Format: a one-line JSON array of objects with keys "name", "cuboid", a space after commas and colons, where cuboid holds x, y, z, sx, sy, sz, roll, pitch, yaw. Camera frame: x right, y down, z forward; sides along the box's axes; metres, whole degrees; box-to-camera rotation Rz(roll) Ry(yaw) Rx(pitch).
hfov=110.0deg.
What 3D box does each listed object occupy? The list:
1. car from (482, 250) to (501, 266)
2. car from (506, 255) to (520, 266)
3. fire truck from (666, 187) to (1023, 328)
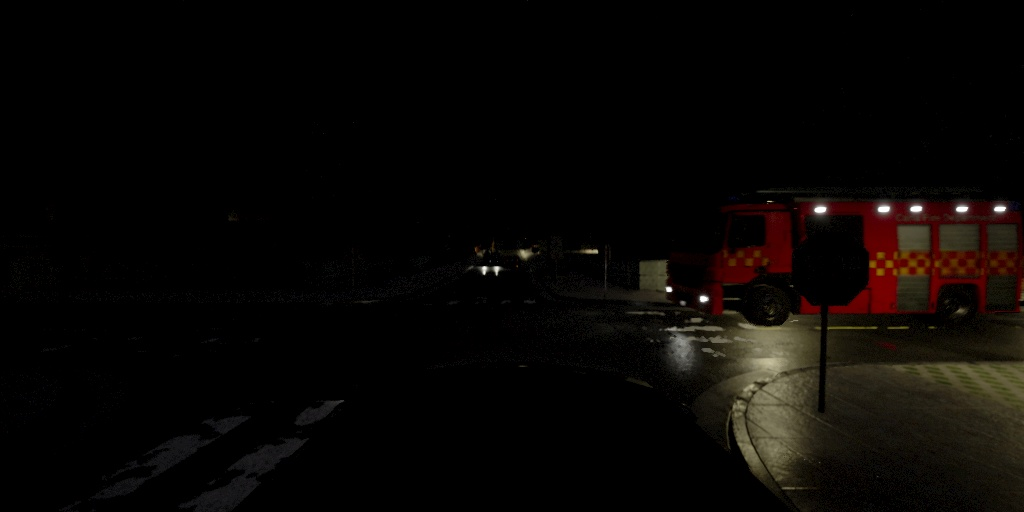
[{"name": "car", "cuboid": [-2.689, 0.208, 47.437, 2.150, 2.045, 5.566, 0, 2, 0]}, {"name": "car", "cuboid": [0.134, 0.519, 47.978, 2.033, 1.411, 5.357, 0, 2, 2]}, {"name": "fire truck", "cuboid": [9.421, -0.032, 10.870, 8.468, 3.827, 2.891, 0, 2, 0]}]
